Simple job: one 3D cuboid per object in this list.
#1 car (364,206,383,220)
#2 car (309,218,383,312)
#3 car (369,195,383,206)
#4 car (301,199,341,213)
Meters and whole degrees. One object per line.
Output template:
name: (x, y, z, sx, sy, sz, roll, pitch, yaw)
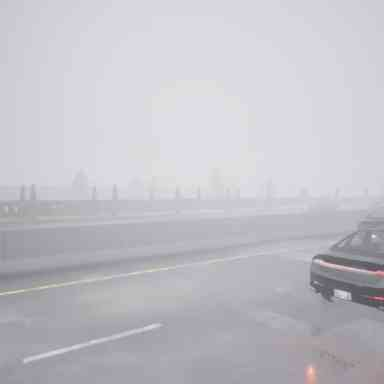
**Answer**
car: (9.144, 1.506, 14.554, 4.892, 1.490, 1.837, 0, 0, -35)
car: (4.481, 1.492, 6.937, 4.902, 1.511, 2.128, 0, 0, -35)
car: (21.214, 1.225, 35.058, 5.566, 2.045, 2.150, 0, 0, -28)
car: (13.423, 1.493, 34.551, 4.902, 1.511, 2.128, 0, 0, -32)
